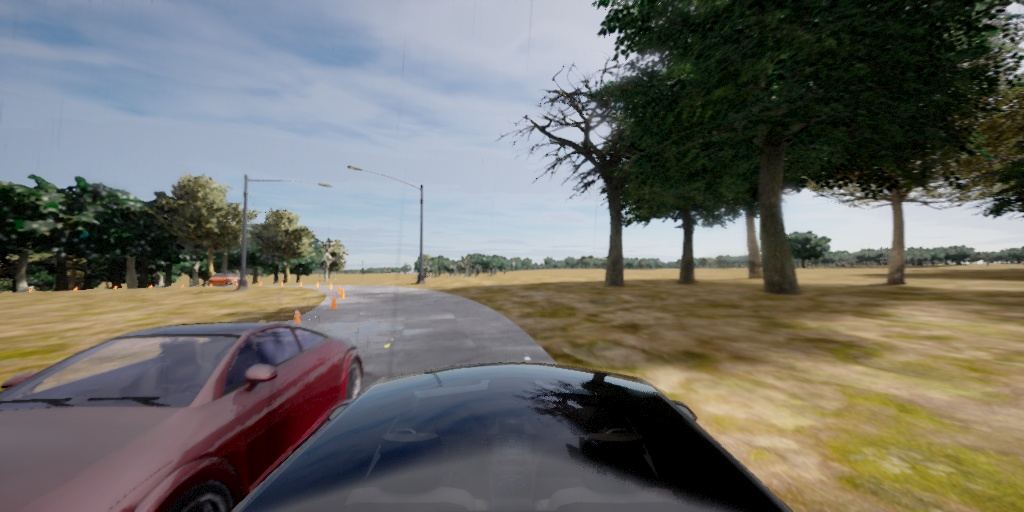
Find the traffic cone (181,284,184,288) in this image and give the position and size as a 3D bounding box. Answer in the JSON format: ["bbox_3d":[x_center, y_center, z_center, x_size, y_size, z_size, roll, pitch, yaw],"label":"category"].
[{"bbox_3d":[-40.833,3.654,44.478,0.340,0.580,0.340,0,0,12],"label":"traffic cone"}]

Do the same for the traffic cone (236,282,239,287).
[{"bbox_3d":[-31.868,3.271,41.611,0.340,0.580,0.340,0,0,24],"label":"traffic cone"}]

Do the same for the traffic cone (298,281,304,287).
[{"bbox_3d":[-20.016,2.609,34.001,0.340,0.580,0.340,0,0,42],"label":"traffic cone"}]

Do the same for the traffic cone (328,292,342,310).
[{"bbox_3d":[-7.214,1.864,14.512,0.340,0.580,0.340,0,0,-18],"label":"traffic cone"}]

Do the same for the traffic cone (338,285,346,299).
[{"bbox_3d":[-8.928,1.964,18.906,0.340,0.580,0.340,0,0,-24],"label":"traffic cone"}]

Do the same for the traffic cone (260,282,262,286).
[{"bbox_3d":[-27.659,3.046,39.493,0.340,0.580,0.340,0,0,30],"label":"traffic cone"}]

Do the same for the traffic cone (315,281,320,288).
[{"bbox_3d":[-16.666,2.416,30.686,0.340,0.580,0.340,0,0,-42],"label":"traffic cone"}]

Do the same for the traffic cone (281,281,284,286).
[{"bbox_3d":[-23.693,2.819,36.948,0.340,0.580,0.340,0,0,36],"label":"traffic cone"}]

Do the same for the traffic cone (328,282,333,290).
[{"bbox_3d":[-13.681,2.243,27.038,0.340,0.580,0.340,0,0,-36],"label":"traffic cone"}]

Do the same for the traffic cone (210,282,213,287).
[{"bbox_3d":[-36.275,3.474,43.278,0.340,0.580,0.340,0,0,18],"label":"traffic cone"}]

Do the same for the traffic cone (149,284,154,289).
[{"bbox_3d":[-45.493,3.817,45.196,0.340,0.580,0.340,0,0,6],"label":"traffic cone"}]

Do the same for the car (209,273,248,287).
[{"bbox_3d":[-35.794,2.980,45.367,4.553,1.767,2.097,-2,-3,16],"label":"car"}]

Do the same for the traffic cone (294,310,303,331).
[{"bbox_3d":[-5.965,1.794,9.961,0.340,0.580,0.340,0,0,-12],"label":"traffic cone"}]

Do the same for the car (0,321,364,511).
[{"bbox_3d":[-2.897,1.340,3.196,1.994,1.385,4.181,0,-1,-4],"label":"car"}]
